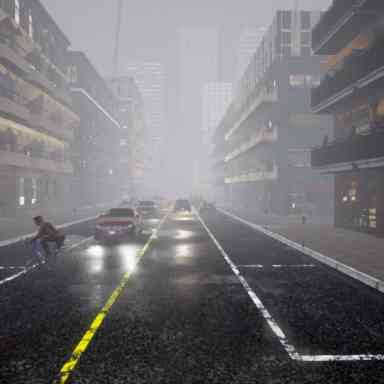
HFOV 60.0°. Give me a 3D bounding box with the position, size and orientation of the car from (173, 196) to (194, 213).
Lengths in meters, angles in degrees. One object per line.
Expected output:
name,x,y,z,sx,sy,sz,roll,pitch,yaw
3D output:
car,-1.061,1.497,36.937,1.837,1.490,4.892,0,0,-2

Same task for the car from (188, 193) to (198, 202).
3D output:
car,0.172,1.300,79.702,2.192,1.841,5.009,-1,0,-2

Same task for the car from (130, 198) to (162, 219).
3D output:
car,-3.967,1.500,29.553,1.837,1.490,4.892,0,-1,-1

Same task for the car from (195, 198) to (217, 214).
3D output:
car,1.614,1.574,34.908,1.802,1.307,4.206,-1,0,-2

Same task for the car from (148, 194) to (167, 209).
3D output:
car,-4.503,1.344,45.360,2.097,1.767,4.553,0,0,-2

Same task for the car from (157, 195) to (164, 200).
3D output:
car,-8.561,1.566,90.659,1.802,1.307,4.206,-1,0,-2

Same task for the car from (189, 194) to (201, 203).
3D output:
car,0.531,1.302,68.503,2.192,1.841,5.009,-1,0,-2

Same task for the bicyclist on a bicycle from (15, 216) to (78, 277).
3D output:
bicyclist on a bicycle,-3.882,1.453,8.827,1.656,1.620,0.582,-2,0,-2

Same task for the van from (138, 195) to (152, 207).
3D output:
van,-7.272,1.330,51.466,1.690,1.788,3.998,-1,0,-2

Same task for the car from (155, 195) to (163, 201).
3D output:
car,-8.381,1.566,85.060,1.802,1.307,4.206,-1,0,-2

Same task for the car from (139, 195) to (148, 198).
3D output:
car,-6.911,1.431,40.268,1.967,1.590,4.097,-1,0,-2

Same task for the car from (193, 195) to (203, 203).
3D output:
car,1.248,1.515,46.276,1.752,1.417,4.829,-1,0,-2

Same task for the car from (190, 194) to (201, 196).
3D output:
car,0.891,1.303,57.305,2.192,1.841,5.009,-1,0,-2

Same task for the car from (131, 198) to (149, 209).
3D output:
car,-7.090,1.541,45.867,2.008,1.369,4.403,-1,0,-2

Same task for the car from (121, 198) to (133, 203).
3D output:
car,-6.730,1.574,34.669,1.802,1.307,4.206,-1,0,-2

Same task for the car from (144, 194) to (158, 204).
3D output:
car,-7.655,1.302,62.664,2.192,1.841,5.009,-1,0,-2

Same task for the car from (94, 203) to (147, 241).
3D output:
car,-3.593,1.522,16.964,1.812,1.442,4.674,0,0,-2
